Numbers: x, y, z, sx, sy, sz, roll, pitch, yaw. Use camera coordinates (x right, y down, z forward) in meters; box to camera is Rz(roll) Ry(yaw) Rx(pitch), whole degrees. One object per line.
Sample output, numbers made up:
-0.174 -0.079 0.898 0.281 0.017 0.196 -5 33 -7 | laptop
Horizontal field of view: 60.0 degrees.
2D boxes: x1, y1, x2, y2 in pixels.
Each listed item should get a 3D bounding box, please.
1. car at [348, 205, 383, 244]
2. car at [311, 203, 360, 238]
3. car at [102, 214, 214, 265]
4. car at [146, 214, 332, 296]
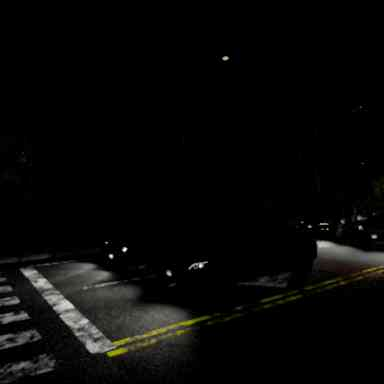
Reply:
8.785 1.379 13.898 4.674 1.442 1.812 -1 0 -35 | car
7.493 1.355 16.964 4.892 1.490 1.837 -1 0 -35 | car
-0.244 1.503 11.469 5.357 1.411 2.033 -1 0 -35 | car
1.396 1.480 8.656 4.674 1.442 1.812 -1 0 -35 | car
